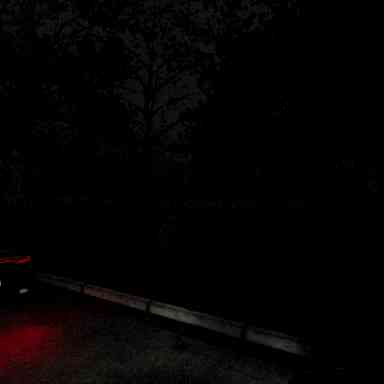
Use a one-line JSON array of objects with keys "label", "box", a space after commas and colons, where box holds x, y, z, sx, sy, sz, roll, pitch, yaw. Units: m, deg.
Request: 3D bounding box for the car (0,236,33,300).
[{"label": "car", "box": [-5.539, 1.488, 7.378, 5.008, 1.535, 1.882, 0, 0, 36]}]

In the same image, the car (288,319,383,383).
[{"label": "car", "box": [2.646, 1.351, 1.476, 4.553, 1.767, 2.097, 0, 0, 36]}]
